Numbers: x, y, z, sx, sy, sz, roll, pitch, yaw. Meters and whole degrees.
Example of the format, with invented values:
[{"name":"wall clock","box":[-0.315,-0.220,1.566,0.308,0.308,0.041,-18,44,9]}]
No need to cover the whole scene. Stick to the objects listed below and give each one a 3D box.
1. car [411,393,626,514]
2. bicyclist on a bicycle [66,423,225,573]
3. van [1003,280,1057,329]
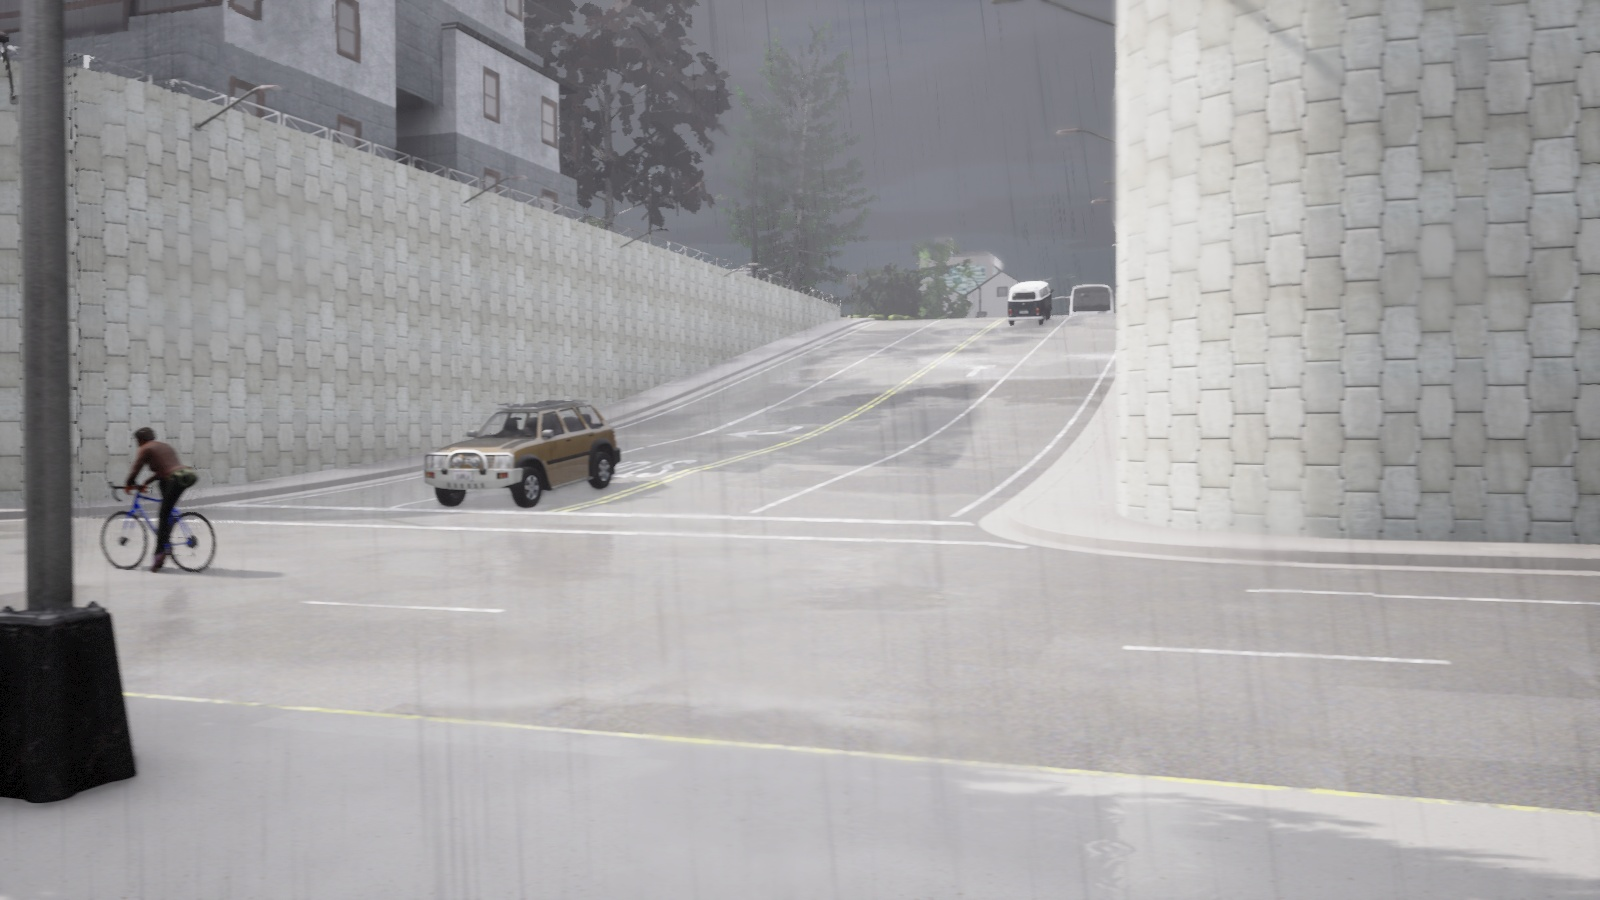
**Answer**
[{"name":"car","box":[-5.380,-0.040,24.753,1.932,1.855,4.605,1,7,19]},{"name":"bicyclist on a bicycle","box":[-7.344,0.512,14.103,1.656,1.620,0.582,0,1,19]},{"name":"van","box":[11.810,-7.479,64.328,2.069,2.038,4.480,1,12,19]}]
